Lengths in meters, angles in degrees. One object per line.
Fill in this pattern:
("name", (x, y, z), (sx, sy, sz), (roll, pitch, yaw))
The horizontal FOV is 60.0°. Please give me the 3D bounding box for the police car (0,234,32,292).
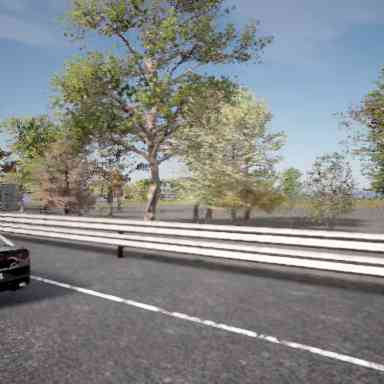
("police car", (-6.015, 1.542, 8.225), (5.238, 1.638, 1.930), (-1, -1, 36))
